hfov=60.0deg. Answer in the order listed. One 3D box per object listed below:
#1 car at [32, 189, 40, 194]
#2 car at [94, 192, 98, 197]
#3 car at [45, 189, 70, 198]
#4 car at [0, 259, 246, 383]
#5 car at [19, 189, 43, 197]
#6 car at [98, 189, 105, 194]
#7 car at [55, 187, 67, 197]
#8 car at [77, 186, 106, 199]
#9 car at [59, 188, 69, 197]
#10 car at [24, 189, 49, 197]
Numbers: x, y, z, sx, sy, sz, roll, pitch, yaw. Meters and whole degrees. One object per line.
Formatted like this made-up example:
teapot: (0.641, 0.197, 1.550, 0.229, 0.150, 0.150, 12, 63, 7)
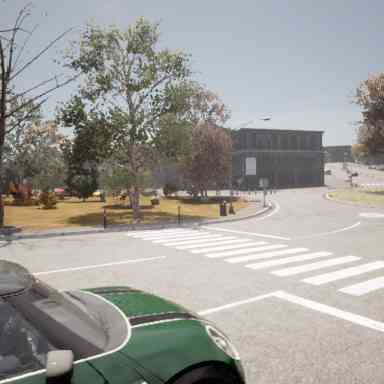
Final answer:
car: (-33.267, 0.102, 74.604, 2.185, 1.767, 4.553, 0, 2, 18)
car: (-16.799, 0.286, 61.753, 1.946, 1.575, 5.366, -1, 2, 17)
car: (-28.585, 0.294, 70.958, 2.231, 1.521, 4.892, -1, 2, 18)
car: (-1.712, 1.351, 2.522, 4.553, 1.767, 2.097, 0, 0, -36)
car: (-37.889, 0.150, 78.347, 2.097, 1.535, 5.008, 0, 3, 19)
car: (-14.385, 0.125, 60.127, 2.185, 1.767, 4.553, -2, 2, 16)
car: (-26.238, 0.061, 69.101, 2.435, 2.045, 5.566, 0, 2, 17)
car: (-19.139, 0.054, 63.744, 2.435, 2.045, 5.566, -2, 2, 17)
car: (-23.875, 0.351, 67.296, 2.163, 1.488, 4.792, -1, 2, 17)
car: (-35.634, 0.194, 76.308, 1.946, 1.575, 5.366, 0, 3, 18)
